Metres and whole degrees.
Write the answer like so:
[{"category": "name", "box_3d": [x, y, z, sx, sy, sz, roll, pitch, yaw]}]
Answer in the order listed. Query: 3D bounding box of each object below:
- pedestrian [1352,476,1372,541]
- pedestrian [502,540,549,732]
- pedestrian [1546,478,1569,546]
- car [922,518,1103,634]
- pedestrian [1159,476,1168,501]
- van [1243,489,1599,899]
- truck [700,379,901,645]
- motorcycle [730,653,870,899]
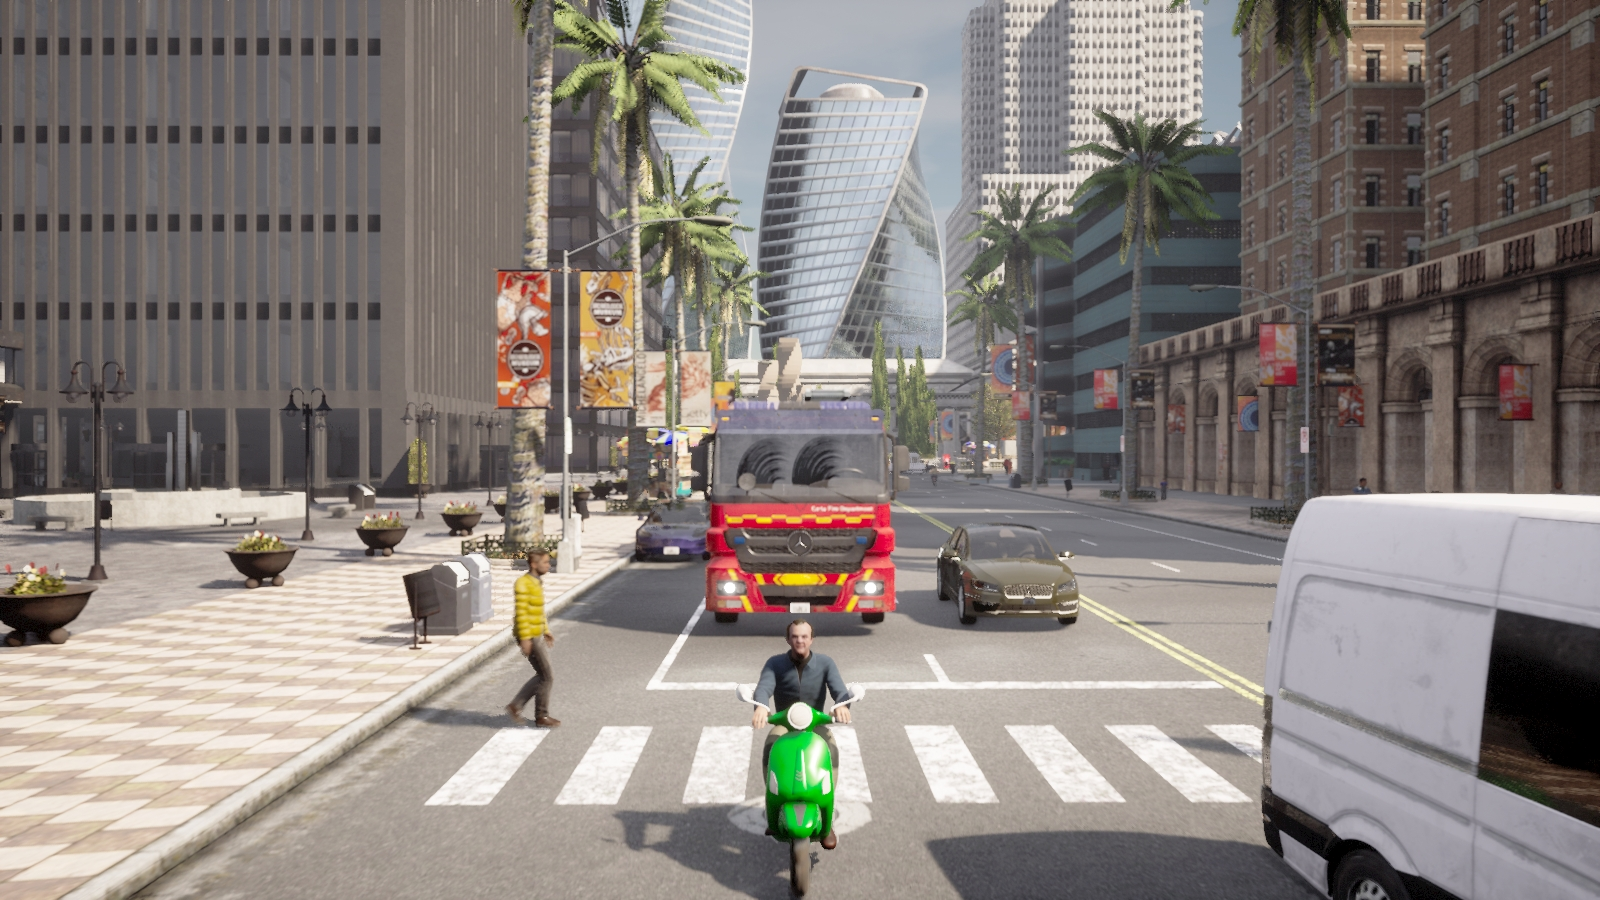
[{"category": "pedestrian", "box_3d": [16.351, 1.696, 33.249, 0.375, 1.860, 0.375, 0, 0, -1]}, {"category": "pedestrian", "box_3d": [-2.744, 1.849, 11.434, 0.375, 1.860, 0.375, 0, 0, 0]}, {"category": "pedestrian", "box_3d": [20.889, 1.696, 31.522, 0.375, 1.860, 0.375, 0, 0, -1]}, {"category": "car", "box_3d": [3.502, 2.061, 19.860, 2.231, 1.480, 4.892, 0, 0, 0]}, {"category": "pedestrian", "box_3d": [18.780, 1.976, 58.991, 0.375, 1.300, 0.375, 0, 0, 7]}, {"category": "van", "box_3d": [4.186, 1.535, 4.354, 1.988, 2.561, 5.915, 0, 0, -8]}, {"category": "truck", "box_3d": [0.008, 0.891, 20.673, 2.891, 3.827, 8.468, 0, 0, 0]}, {"category": "motorcycle", "box_3d": [0.000, 2.182, 7.900, 0.856, 1.236, 1.805, 0, 0, 0]}]
